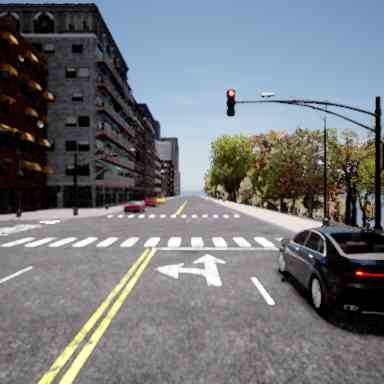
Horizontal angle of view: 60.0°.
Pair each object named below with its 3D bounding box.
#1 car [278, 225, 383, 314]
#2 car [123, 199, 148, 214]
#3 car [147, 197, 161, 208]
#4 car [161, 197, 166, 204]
[{"bbox_3d":[3.314,1.533,7.676,1.837,1.490,4.892,0,0,2],"label":"car"},{"bbox_3d":[-6.595,1.746,38.269,1.895,1.301,4.718,0,0,0],"label":"car"},{"bbox_3d":[-6.574,1.686,53.256,1.882,1.535,5.008,0,0,0],"label":"car"},{"bbox_3d":[-6.502,1.753,68.536,1.882,1.535,5.008,0,0,0],"label":"car"}]
